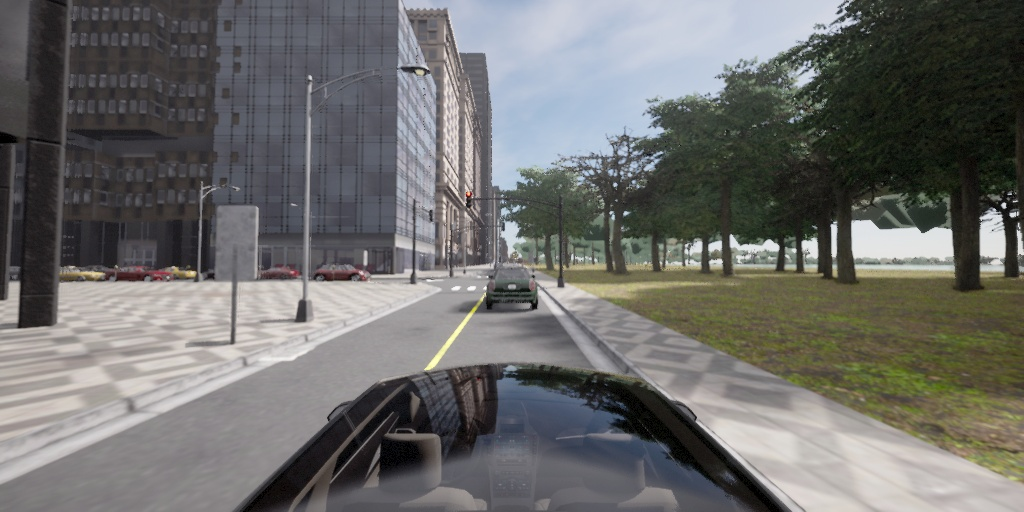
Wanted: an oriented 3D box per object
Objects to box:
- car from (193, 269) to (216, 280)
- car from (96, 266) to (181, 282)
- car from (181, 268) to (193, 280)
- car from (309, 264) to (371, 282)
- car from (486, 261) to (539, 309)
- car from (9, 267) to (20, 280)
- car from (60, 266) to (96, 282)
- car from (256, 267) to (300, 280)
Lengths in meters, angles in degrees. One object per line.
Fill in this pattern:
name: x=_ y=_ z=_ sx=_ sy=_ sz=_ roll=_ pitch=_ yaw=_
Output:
car: x=-29.965 y=1.814 z=37.395 sx=4.313 sy=1.339 sz=1.948 roll=0 pitch=0 yaw=0
car: x=-29.961 y=1.489 z=28.875 sx=4.507 sy=1.381 sz=1.888 roll=0 pitch=0 yaw=0
car: x=-35.622 y=1.777 z=37.389 sx=4.829 sy=1.417 sz=1.751 roll=0 pitch=0 yaw=0
car: x=-13.531 y=1.373 z=28.891 sx=4.097 sy=1.591 sz=1.967 roll=0 pitch=0 yaw=-1
car: x=0.009 y=1.239 z=15.941 sx=2.097 sy=1.767 sz=4.553 roll=0 pitch=-1 yaw=0
car: x=-51.913 y=1.809 z=37.373 sx=4.403 sy=1.370 sz=2.007 roll=0 pitch=0 yaw=0
car: x=-35.279 y=1.473 z=28.870 sx=4.829 sy=1.417 sz=1.751 roll=0 pitch=0 yaw=0
car: x=-24.478 y=1.826 z=37.400 sx=4.207 sy=1.307 sz=1.802 roll=0 pitch=0 yaw=0
